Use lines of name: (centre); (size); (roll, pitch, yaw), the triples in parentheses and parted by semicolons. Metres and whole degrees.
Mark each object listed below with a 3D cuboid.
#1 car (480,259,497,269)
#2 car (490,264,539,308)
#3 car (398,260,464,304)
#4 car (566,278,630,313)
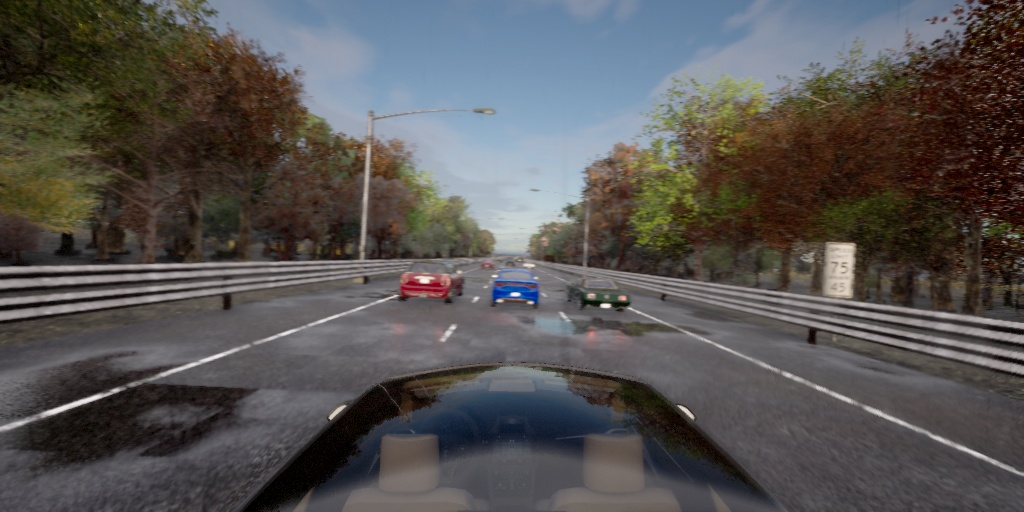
car: (-3.677, 1.318, 55.004); (1.812, 1.442, 4.674); (3, 0, 0)
car: (0.122, 1.308, 15.986); (1.882, 1.535, 5.008); (3, 0, 0)
car: (-3.364, 0.982, 15.845); (2.097, 1.767, 4.553); (3, 0, 0)
car: (3.610, 1.629, 15.993); (1.895, 1.301, 4.718); (3, 0, 0)
